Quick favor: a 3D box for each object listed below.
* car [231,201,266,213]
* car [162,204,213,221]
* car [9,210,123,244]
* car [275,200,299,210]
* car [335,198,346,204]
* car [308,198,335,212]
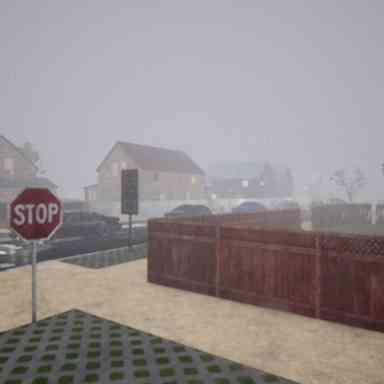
[{"bbox_3d":[5.646,1.681,32.919,1.882,1.535,5.008,0,0,35],"label":"car"},{"bbox_3d":[-0.254,1.643,24.596,1.837,1.490,4.892,0,0,35],"label":"car"},{"bbox_3d":[-5.990,1.627,16.562,2.033,1.411,5.357,0,0,37],"label":"car"},{"bbox_3d":[12.052,1.770,41.918,2.128,1.511,4.902,0,0,35],"label":"car"},{"bbox_3d":[22.665,1.743,51.837,2.097,1.767,4.553,0,0,32],"label":"car"},{"bbox_3d":[16.635,1.806,43.365,2.128,1.511,4.902,0,0,35],"label":"car"}]
